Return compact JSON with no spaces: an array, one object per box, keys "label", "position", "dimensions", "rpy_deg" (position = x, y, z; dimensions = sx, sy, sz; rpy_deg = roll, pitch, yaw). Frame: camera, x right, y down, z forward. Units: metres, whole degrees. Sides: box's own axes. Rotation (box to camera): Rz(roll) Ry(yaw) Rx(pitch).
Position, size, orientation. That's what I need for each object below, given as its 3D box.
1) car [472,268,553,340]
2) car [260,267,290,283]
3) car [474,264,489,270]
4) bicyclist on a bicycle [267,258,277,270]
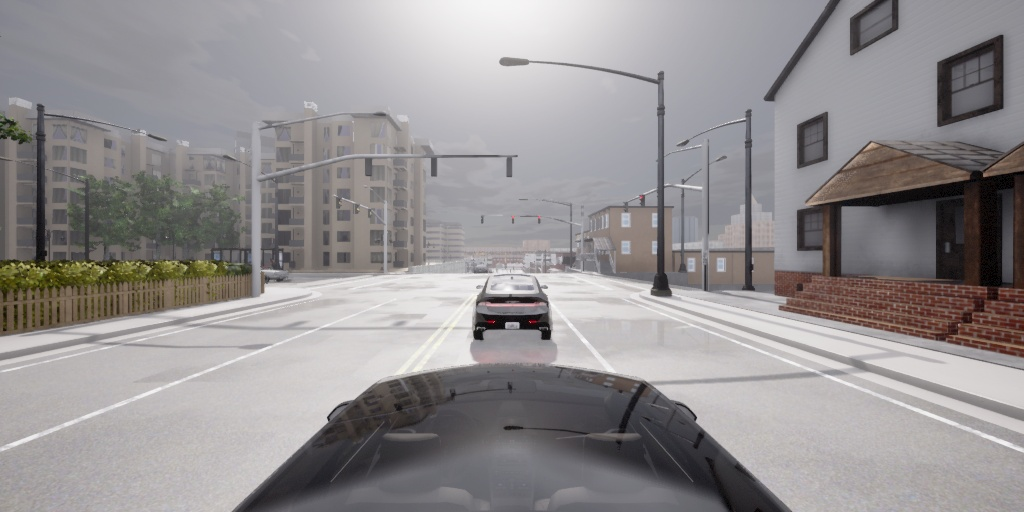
[{"label":"car","position":[0.002,1.242,9.927],"dimensions":[2.128,1.511,4.902],"rpy_deg":[0,0,0]},{"label":"car","position":[-19.687,1.351,27.208],"dimensions":[4.718,1.301,1.895],"rpy_deg":[0,0,0]},{"label":"car","position":[-3.981,1.774,47.319],"dimensions":[1.812,1.442,4.674],"rpy_deg":[0,-4,0]},{"label":"bicyclist on a bicycle","position":[-25.605,1.053,38.225],"dimensions":[0.582,1.620,1.656],"rpy_deg":[0,0,0]}]
